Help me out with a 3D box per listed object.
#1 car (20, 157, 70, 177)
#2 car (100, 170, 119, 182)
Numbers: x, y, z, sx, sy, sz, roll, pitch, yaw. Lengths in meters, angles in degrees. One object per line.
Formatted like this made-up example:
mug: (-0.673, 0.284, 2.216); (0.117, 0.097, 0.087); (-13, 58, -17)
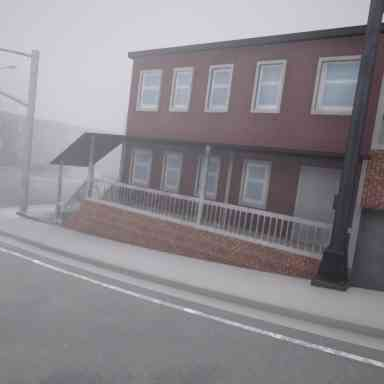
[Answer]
car: (-17.022, -2.998, 38.927); (2.150, 2.045, 5.566); (11, 6, 35)
car: (-9.375, -2.139, 43.708); (2.033, 1.411, 5.357); (11, 6, 35)
